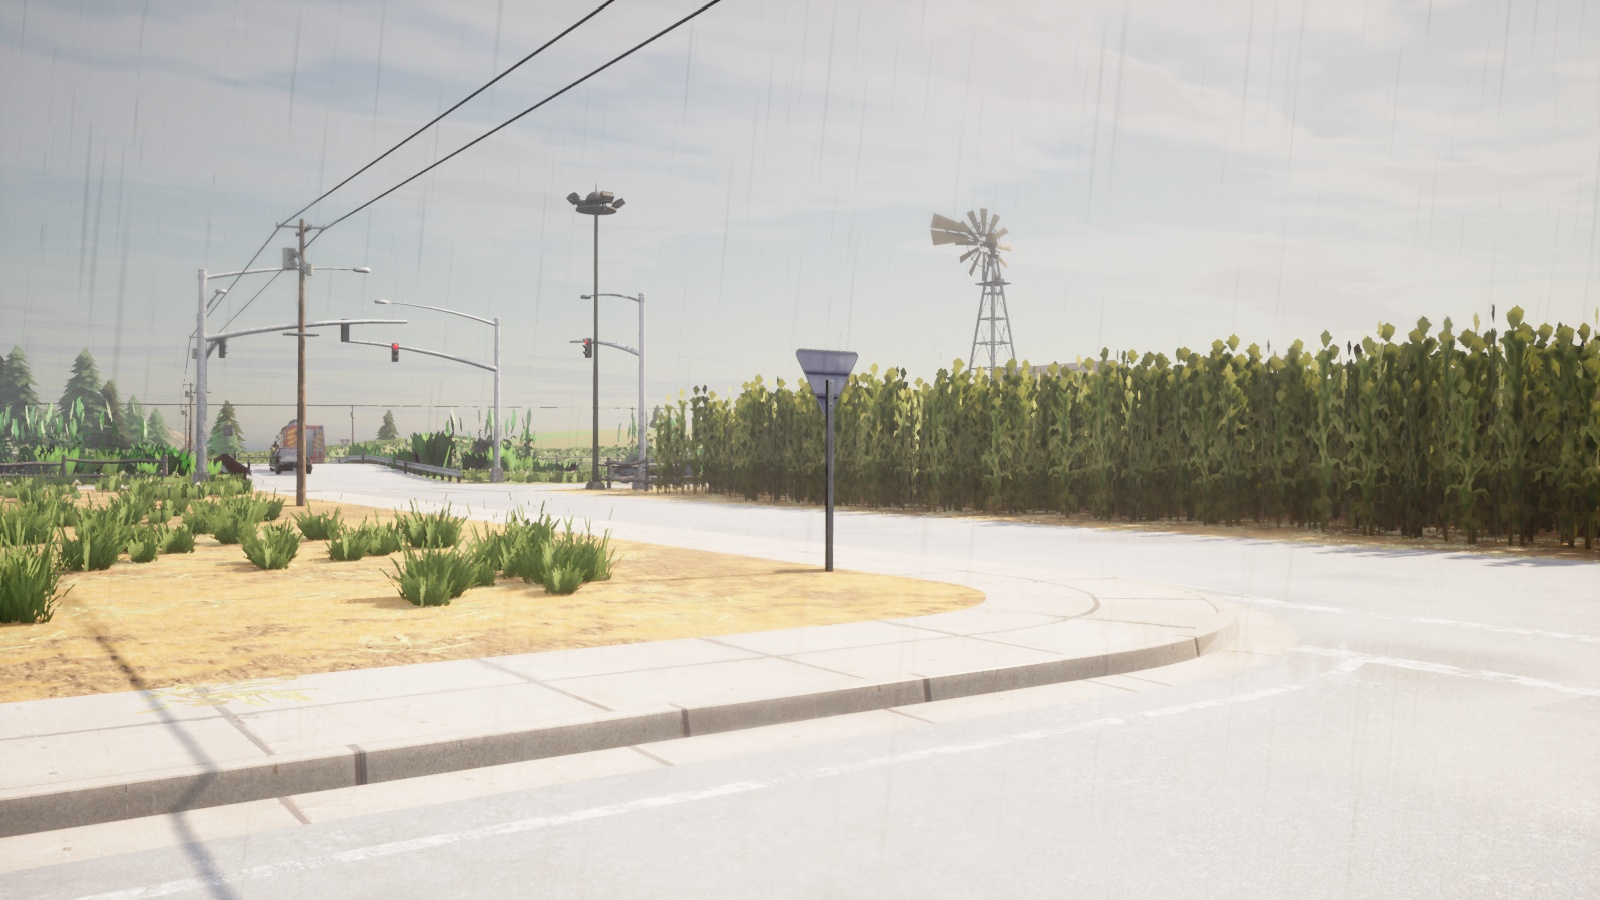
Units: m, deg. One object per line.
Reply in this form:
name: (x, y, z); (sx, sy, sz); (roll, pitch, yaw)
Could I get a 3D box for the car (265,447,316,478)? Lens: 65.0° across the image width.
car: (-28.228, 0.655, 69.513); (2.033, 1.411, 5.357); (0, 3, -28)

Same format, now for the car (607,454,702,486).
car: (-7.025, 0.949, 60.863); (4.193, 1.474, 1.816); (0, 0, -34)
